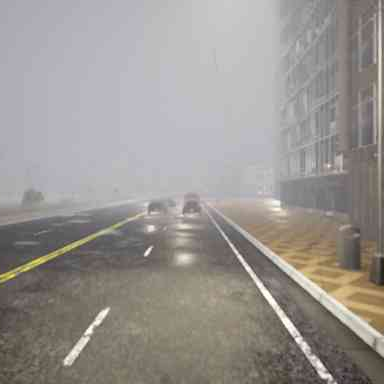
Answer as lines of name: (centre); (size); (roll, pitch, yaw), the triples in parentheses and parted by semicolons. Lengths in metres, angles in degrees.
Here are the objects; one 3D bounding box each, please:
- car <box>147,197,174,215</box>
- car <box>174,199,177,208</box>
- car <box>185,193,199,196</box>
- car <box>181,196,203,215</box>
car: (-3.246, 1.387, 32.802); (2.128, 1.511, 4.902); (0, 0, 0)
car: (-3.214, 1.417, 46.378); (1.994, 1.385, 4.181); (0, 0, 1)
car: (0.022, 1.080, 45.139); (2.150, 2.045, 5.566); (0, 0, 0)
car: (-0.003, 1.424, 32.238); (1.812, 1.442, 4.674); (0, 0, 0)
